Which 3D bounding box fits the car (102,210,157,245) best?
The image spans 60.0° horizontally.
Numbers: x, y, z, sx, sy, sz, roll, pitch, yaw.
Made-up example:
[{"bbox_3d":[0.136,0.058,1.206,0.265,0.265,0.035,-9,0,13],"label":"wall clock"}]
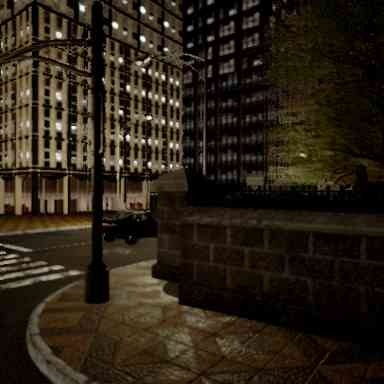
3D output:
[{"bbox_3d":[-2.505,1.661,16.696,2.128,1.511,4.902,0,0,38],"label":"car"}]
